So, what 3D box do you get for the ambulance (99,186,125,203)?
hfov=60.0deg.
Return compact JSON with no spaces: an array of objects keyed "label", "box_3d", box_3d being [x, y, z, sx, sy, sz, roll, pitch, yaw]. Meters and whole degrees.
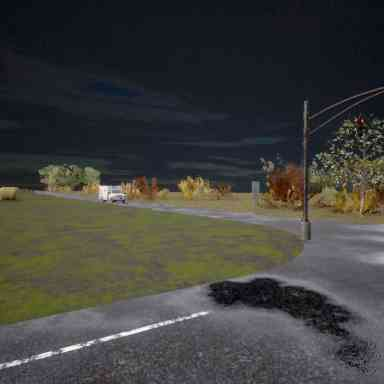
[{"label":"ambulance","box_3d":[-11.962,0.341,50.021,2.351,2.431,6.366,2,0,-32]}]
